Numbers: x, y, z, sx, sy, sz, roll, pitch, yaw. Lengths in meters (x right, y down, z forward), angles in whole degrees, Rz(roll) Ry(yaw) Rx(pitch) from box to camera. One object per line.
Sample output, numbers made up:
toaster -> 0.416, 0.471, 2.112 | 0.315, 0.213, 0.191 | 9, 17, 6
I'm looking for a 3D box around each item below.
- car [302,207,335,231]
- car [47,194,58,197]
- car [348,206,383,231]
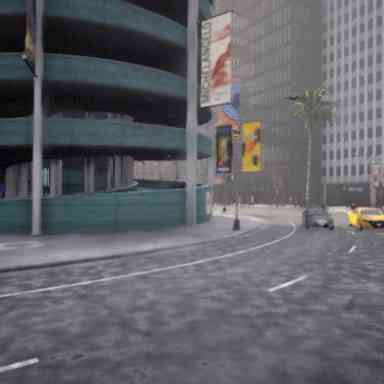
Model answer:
car -> 8.962, 1.834, 23.772 | 2.128, 1.511, 4.902 | 1, -1, 15
car -> -22.751, 1.422, 55.000 | 2.435, 2.045, 5.566 | 1, -1, -34
car -> 12.548, 1.852, 23.684 | 1.882, 1.535, 5.008 | 1, -1, 14
